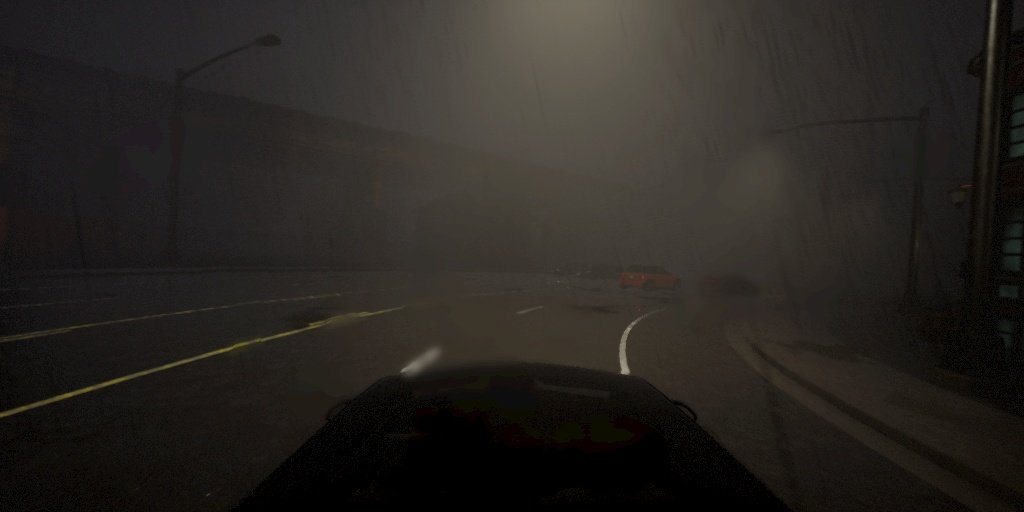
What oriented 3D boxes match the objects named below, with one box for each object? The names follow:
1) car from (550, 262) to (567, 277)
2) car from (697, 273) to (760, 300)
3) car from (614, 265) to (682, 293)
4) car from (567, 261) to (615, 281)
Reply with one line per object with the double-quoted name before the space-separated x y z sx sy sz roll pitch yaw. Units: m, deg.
"car" 5.845 1.260 34.426 4.892 1.490 1.837 3 1 -32
"car" 13.659 1.836 22.501 4.902 1.511 2.128 3 1 -33
"car" 9.348 1.427 23.934 4.553 1.767 2.097 3 1 -34
"car" 7.654 1.386 31.436 4.902 1.511 2.128 3 1 -32
